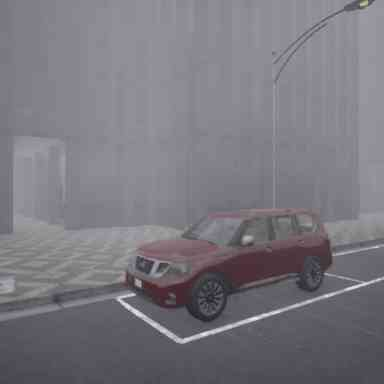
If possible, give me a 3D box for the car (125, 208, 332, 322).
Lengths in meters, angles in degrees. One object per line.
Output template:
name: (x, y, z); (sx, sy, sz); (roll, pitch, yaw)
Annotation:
car: (1.083, 1.314, 7.422); (5.009, 1.841, 2.192); (0, 0, -36)
